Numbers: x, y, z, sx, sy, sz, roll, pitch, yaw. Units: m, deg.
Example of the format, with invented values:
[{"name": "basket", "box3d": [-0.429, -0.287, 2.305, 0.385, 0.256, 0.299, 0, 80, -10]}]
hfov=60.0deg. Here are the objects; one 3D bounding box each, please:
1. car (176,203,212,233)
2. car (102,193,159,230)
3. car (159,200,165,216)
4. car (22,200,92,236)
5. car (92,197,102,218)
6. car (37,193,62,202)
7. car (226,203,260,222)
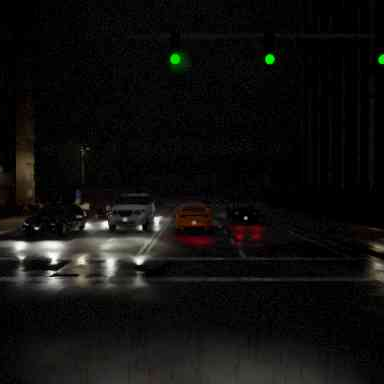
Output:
[{"name": "car", "box3d": [0.107, 1.363, 18.967, 1.882, 1.535, 5.008, 0, 0, 0]}, {"name": "car", "box3d": [-3.564, 1.097, 20.558, 2.150, 2.045, 5.566, 0, 0, 0]}, {"name": "car", "box3d": [-3.498, 1.384, 29.919, 1.994, 1.385, 4.181, 0, 0, 0]}, {"name": "car", "box3d": [-7.080, 1.399, 17.607, 1.837, 1.490, 4.892, 0, 0, 0]}, {"name": "car", "box3d": [-7.029, 1.191, 26.793, 2.097, 1.767, 4.553, 0, 0, 1]}, {"name": "car", "box3d": [-22.367, 0.974, 53.722, 4.553, 1.767, 2.097, 0, 0, 0]}, {"name": "car", "box3d": [3.608, 1.453, 24.537, 1.895, 1.301, 4.718, 0, 0, 0]}]
